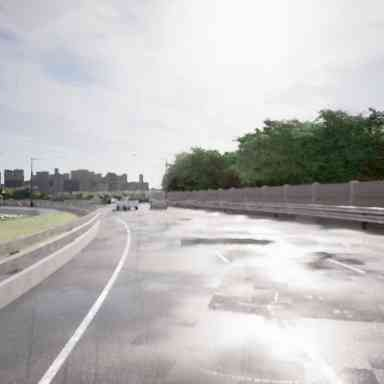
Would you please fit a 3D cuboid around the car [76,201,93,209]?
[{"bbox_3d":[-19.331,2.253,59.645,2.033,1.411,5.357,0,-1,-35],"label":"car"}]

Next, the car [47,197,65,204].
[{"bbox_3d":[-35.148,2.312,85.792,5.566,2.045,2.150,-1,-1,36],"label":"car"}]

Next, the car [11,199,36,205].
[{"bbox_3d":[-41.460,2.655,81.826,5.357,1.411,2.033,-1,-1,36],"label":"car"}]

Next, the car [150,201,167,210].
[{"bbox_3d":[-5.231,2.063,52.018,1.994,1.385,4.181,0,0,-19],"label":"car"}]

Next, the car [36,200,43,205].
[{"bbox_3d":[-38.831,2.662,84.227,4.181,1.385,1.994,-1,-1,36],"label":"car"}]

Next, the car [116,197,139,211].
[{"bbox_3d":[-9.933,1.761,51.311,2.150,2.045,5.566,0,-1,-29],"label":"car"}]
